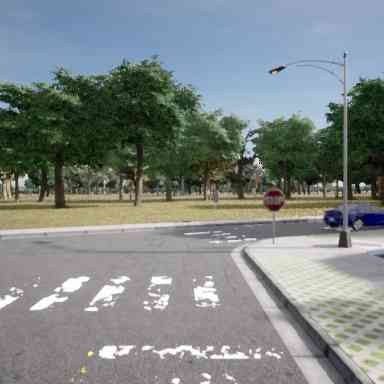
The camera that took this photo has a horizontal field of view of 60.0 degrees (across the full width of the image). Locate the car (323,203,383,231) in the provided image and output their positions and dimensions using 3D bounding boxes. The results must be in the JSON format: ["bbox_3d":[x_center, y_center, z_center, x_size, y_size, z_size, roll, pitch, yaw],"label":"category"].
[{"bbox_3d":[10.249,1.406,19.994,5.008,1.535,1.882,0,0,-23],"label":"car"}]
